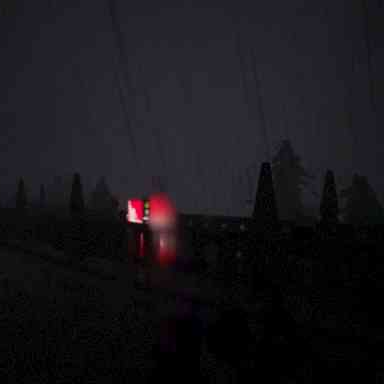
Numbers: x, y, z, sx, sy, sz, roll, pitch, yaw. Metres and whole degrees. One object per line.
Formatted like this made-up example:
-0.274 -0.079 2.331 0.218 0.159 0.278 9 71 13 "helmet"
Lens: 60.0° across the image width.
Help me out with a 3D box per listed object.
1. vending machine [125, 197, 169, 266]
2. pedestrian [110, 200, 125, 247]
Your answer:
-1.451 1.206 10.796 0.880 2.100 1.100 0 0 42 "vending machine"
-2.479 1.149 10.757 0.375 1.860 0.375 0 0 42 "pedestrian"
